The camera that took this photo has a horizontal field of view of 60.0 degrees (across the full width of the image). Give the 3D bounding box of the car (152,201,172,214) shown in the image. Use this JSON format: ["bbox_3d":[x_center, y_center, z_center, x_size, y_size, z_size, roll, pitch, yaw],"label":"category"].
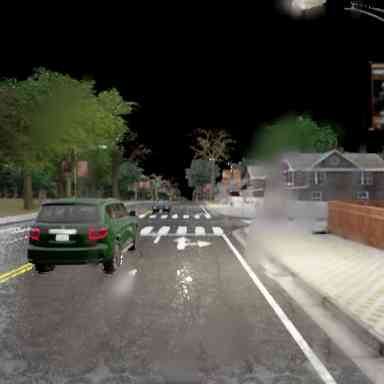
[{"bbox_3d":[-3.146,1.642,36.079,1.895,1.301,4.718,0,0,0],"label":"car"}]

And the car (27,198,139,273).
[{"bbox_3d":[-3.149,1.201,10.768,2.150,2.045,5.566,0,0,0],"label":"car"}]
